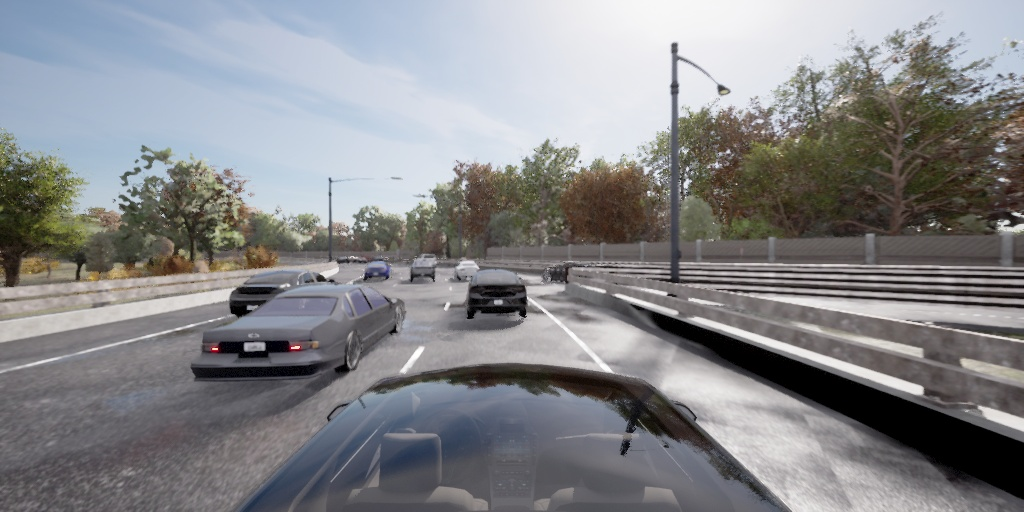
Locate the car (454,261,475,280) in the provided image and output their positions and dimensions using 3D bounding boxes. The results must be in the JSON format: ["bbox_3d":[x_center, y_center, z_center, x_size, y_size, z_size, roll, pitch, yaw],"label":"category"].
[{"bbox_3d":[-3.701,1.153,29.334,1.812,1.442,4.674,0,0,-14],"label":"car"}]

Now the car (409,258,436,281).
[{"bbox_3d":[-7.042,1.137,28.290,2.128,1.511,4.902,0,0,-14],"label":"car"}]

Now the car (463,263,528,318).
[{"bbox_3d":[-0.627,1.174,12.858,1.882,1.535,5.008,0,0,-5],"label":"car"}]

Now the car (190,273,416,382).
[{"bbox_3d":[-3.682,1.284,7.445,2.033,1.411,5.357,0,0,-3],"label":"car"}]

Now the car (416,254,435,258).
[{"bbox_3d":[-12.953,0.748,53.398,2.150,2.045,5.566,0,0,-28],"label":"car"}]

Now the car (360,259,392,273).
[{"bbox_3d":[-10.937,1.182,29.360,1.812,1.442,4.674,0,0,-16],"label":"car"}]

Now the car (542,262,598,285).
[{"bbox_3d":[4.193,1.191,24.911,1.837,1.490,4.892,-1,0,-39],"label":"car"}]

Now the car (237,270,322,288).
[{"bbox_3d":[-7.628,1.231,12.613,1.837,1.490,4.892,0,0,-6],"label":"car"}]
